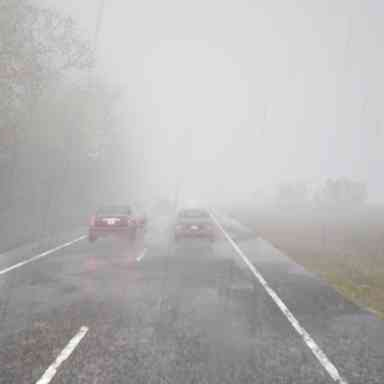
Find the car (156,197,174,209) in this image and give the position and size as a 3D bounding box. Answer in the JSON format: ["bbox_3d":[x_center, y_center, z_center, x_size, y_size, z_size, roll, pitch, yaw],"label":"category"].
[{"bbox_3d":[-3.393,1.336,41.312,1.837,1.490,4.892,0,0,0],"label":"car"}]

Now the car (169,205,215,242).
[{"bbox_3d":[0.102,1.484,15.957,2.033,1.411,5.357,0,0,0],"label":"car"}]

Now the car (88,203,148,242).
[{"bbox_3d":[-3.396,1.289,16.107,2.097,1.767,4.553,0,0,0],"label":"car"}]
